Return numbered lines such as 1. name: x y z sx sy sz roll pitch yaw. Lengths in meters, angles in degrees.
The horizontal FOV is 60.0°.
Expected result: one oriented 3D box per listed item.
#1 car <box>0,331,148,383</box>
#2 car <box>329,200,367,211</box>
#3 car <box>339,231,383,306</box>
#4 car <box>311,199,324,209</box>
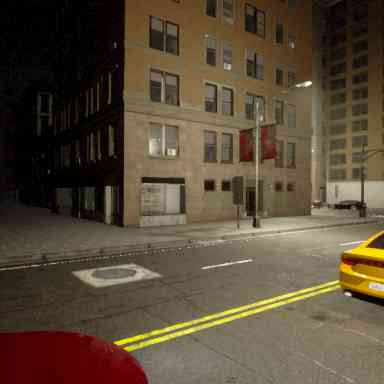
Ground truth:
1. car: -2.426 1.526 1.708 4.674 1.442 1.812 0 0 -36
2. car: 18.826 1.597 40.308 1.947 1.339 4.313 0 0 -35
3. car: 5.201 1.478 7.170 5.008 1.535 1.882 0 0 -35
4. car: 15.549 1.582 44.926 2.008 1.369 4.403 0 0 -35
